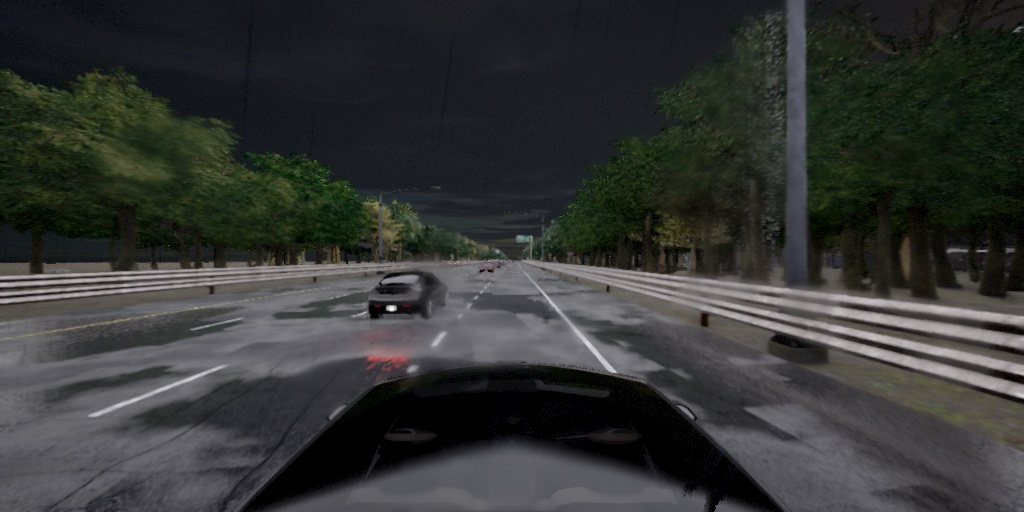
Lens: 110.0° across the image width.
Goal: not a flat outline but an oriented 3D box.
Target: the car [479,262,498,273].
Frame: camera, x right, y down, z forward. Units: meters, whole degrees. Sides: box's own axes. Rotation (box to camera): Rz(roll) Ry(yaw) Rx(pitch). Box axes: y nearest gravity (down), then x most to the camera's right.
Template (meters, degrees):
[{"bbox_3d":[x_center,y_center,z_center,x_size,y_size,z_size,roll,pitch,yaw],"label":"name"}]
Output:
[{"bbox_3d":[-3.421,1.690,50.020,1.895,1.301,4.718,0,-1,0],"label":"car"}]

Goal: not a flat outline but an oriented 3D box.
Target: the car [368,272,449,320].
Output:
[{"bbox_3d":[-3.504,1.288,12.858,1.837,1.490,4.892,0,0,0],"label":"car"}]
